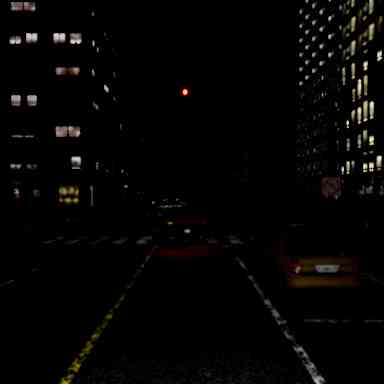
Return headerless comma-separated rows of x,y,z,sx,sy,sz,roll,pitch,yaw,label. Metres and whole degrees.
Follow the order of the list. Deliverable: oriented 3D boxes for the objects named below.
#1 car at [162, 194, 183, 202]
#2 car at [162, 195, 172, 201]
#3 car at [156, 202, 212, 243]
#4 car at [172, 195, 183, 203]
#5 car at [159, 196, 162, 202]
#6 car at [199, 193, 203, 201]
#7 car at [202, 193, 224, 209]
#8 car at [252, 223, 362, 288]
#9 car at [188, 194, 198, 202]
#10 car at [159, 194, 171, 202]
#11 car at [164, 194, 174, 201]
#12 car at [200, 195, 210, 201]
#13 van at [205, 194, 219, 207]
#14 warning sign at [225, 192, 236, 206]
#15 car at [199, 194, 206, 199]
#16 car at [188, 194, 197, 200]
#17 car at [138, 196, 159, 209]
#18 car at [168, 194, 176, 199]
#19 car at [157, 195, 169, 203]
-2.968,1.170,51.427,2.097,1.767,4.553,0,0,0,car
-5.526,1.344,74.377,1.802,1.307,4.206,0,0,0,car
-0.576,1.436,15.931,1.882,1.535,5.008,0,0,-9,car
-2.861,1.326,66.940,2.033,1.411,5.357,0,0,1,car
-5.563,1.352,57.796,2.008,1.369,4.403,0,0,0,car
2.828,1.103,63.303,2.192,1.841,5.009,0,0,0,car
2.779,1.163,41.197,2.192,1.841,5.009,0,0,0,car
2.707,1.489,8.956,1.752,1.417,4.829,0,0,0,car
0.158,1.250,69.980,1.882,1.535,5.008,0,0,0,car
-5.539,1.215,68.850,1.967,1.590,4.097,0,0,0,car
-5.514,1.190,79.903,1.967,1.590,4.097,0,0,0,car
2.854,1.307,74.358,1.887,1.381,4.507,0,0,0,car
2.791,1.172,46.723,1.690,1.788,3.998,0,0,0,van
5.173,0.953,44.448,1.300,1.860,1.060,0,0,0,warning sign
2.892,1.253,91.107,1.752,1.417,4.829,0,0,0,car
0.182,1.202,80.397,2.033,1.411,5.357,0,0,0,car
-5.600,1.398,41.217,2.008,1.369,4.403,0,0,0,car
-5.488,1.253,90.786,1.752,1.417,4.829,0,0,0,car
-5.551,1.332,63.322,1.887,1.381,4.507,0,0,0,car
